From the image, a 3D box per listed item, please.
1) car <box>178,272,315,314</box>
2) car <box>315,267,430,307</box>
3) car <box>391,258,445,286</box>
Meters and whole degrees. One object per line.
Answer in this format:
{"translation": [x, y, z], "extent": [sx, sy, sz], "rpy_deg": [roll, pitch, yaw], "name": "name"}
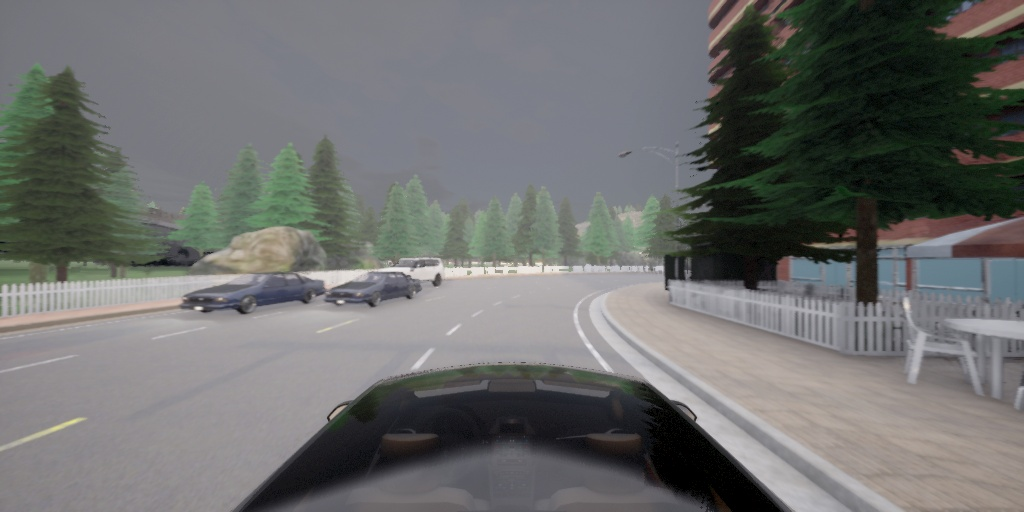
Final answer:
{"translation": [-9.805, 1.348, 14.342], "extent": [2.033, 1.411, 5.357], "rpy_deg": [0, 0, 10], "name": "car"}
{"translation": [-5.971, 1.393, 16.305], "extent": [2.033, 1.411, 5.357], "rpy_deg": [0, 0, 13], "name": "car"}
{"translation": [-6.806, 1.125, 24.651], "extent": [2.150, 2.045, 5.566], "rpy_deg": [0, -1, 23], "name": "car"}
